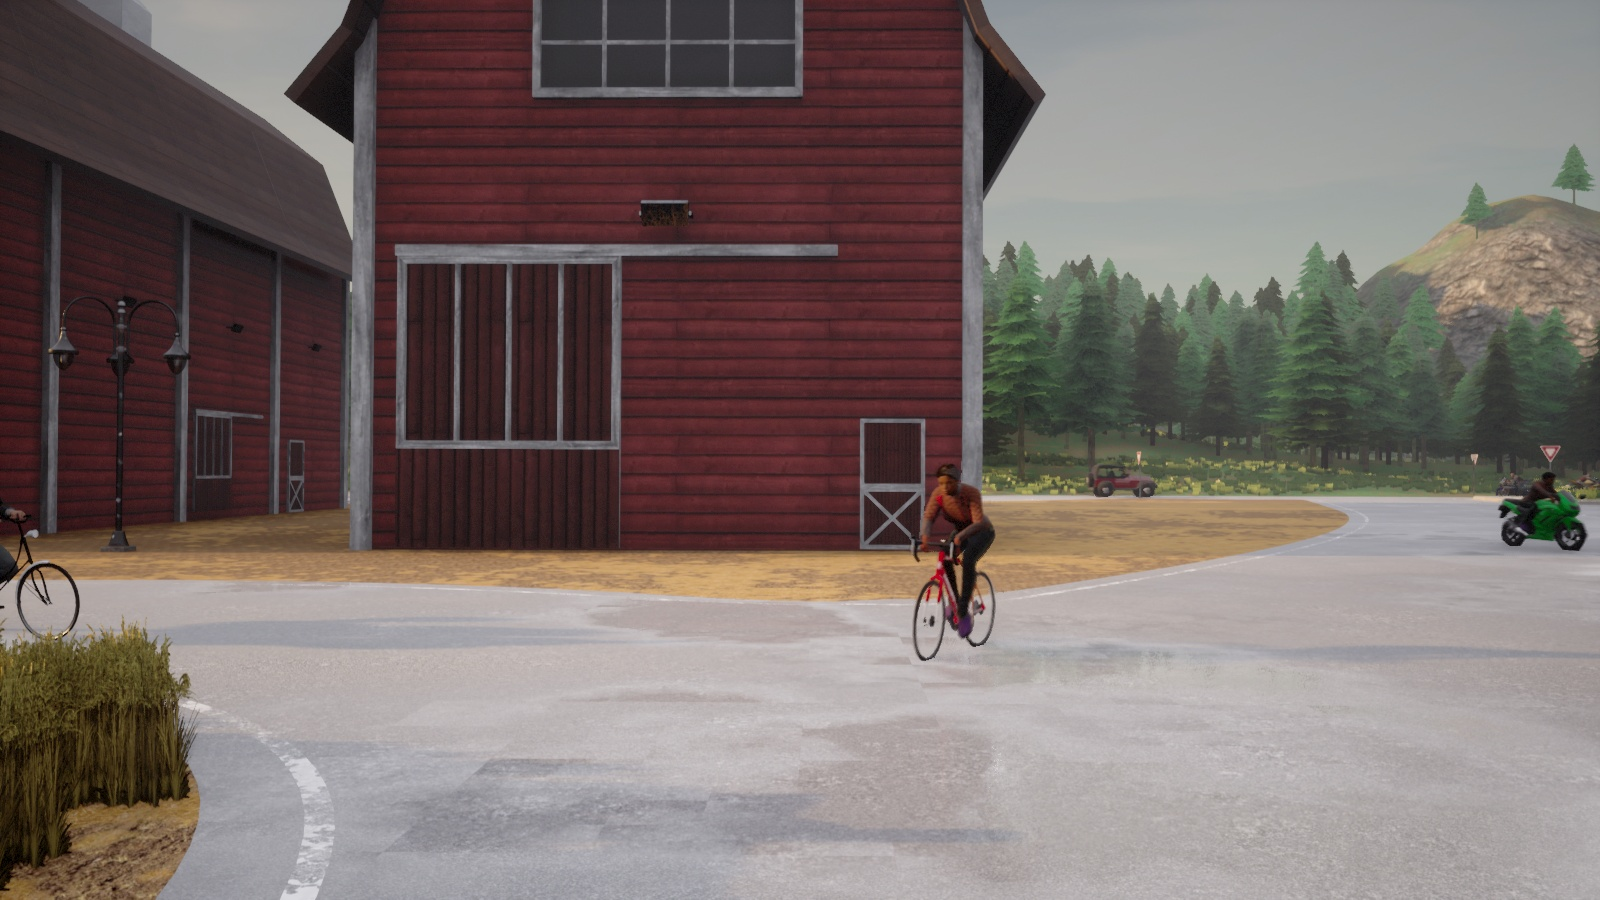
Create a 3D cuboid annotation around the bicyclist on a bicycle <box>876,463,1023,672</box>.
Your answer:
[{"bbox_3d":[1.300,0.928,10.663,0.582,1.620,1.656,0,0,32],"label":"bicyclist on a bicycle"}]

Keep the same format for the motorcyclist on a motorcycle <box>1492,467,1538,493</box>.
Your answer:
[{"bbox_3d":[42.290,1.792,74.324,2.191,1.530,0.866,0,-1,2],"label":"motorcyclist on a motorcycle"}]

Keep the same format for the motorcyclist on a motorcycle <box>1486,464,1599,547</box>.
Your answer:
[{"bbox_3d":[14.515,1.065,24.462,0.797,1.523,2.044,3,-2,-14],"label":"motorcyclist on a motorcycle"}]

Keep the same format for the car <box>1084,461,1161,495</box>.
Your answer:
[{"bbox_3d":[18.336,1.602,71.528,3.866,1.878,1.905,-1,-1,2],"label":"car"}]

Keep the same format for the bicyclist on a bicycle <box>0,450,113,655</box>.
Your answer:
[{"bbox_3d":[-7.296,0.906,11.403,1.843,1.776,0.659,-1,-1,10],"label":"bicyclist on a bicycle"}]

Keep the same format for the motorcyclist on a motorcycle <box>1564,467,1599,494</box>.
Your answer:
[{"bbox_3d":[44.449,1.723,70.758,2.191,1.530,0.866,0,-1,2],"label":"motorcyclist on a motorcycle"}]
